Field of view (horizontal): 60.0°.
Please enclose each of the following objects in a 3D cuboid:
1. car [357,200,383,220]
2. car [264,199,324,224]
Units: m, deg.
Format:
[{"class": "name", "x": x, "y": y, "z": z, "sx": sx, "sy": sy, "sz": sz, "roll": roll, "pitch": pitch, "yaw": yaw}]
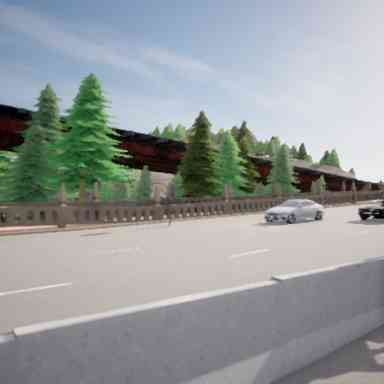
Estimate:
[{"class": "car", "x": 12.856, "y": 1.160, "z": 21.761, "sx": 4.718, "sy": 1.301, "sz": 1.895, "roll": -2, "pitch": 1, "yaw": -35}, {"class": "car", "x": 6.771, "y": 1.206, "z": 21.720, "sx": 4.674, "sy": 1.442, "sz": 1.812, "roll": -2, "pitch": 1, "yaw": -35}]
